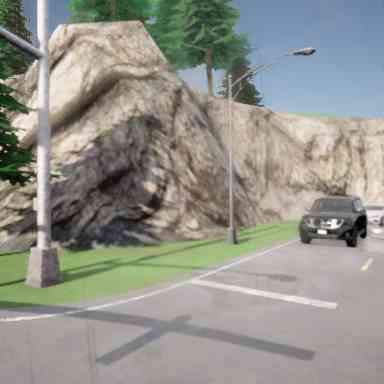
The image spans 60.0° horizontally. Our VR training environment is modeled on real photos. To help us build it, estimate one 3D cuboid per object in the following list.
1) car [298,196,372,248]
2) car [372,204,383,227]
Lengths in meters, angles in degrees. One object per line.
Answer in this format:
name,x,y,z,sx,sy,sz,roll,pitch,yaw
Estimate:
car,6.744,1.246,15.581,2.150,2.045,5.566,0,0,34
car,12.932,1.547,23.279,4.674,1.442,1.812,0,0,-41
